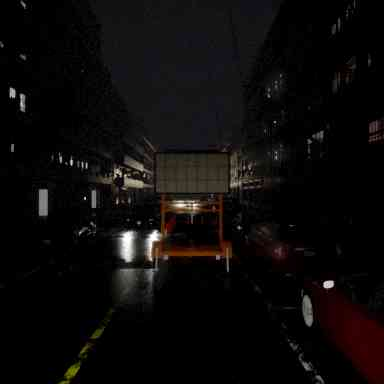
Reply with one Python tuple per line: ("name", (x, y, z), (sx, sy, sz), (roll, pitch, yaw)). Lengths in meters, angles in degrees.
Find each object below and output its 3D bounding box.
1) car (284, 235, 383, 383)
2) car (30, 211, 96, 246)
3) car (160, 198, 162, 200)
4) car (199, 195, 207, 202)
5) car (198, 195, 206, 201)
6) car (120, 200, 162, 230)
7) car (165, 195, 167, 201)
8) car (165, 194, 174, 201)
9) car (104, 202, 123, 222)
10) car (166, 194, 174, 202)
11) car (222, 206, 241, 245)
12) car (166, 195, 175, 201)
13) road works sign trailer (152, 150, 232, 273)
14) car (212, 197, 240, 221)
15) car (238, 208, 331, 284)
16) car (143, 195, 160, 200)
("car", (2.692, 1.545, 3.917), (1.887, 1.381, 4.507), (0, 0, 0))
("car", (-5.686, 1.565, 15.195), (1.947, 1.339, 4.313), (0, 0, 0))
("car", (-5.677, 1.305, 49.015), (2.192, 1.841, 5.009), (0, 0, 0))
("car", (2.710, 1.503, 77.360), (1.752, 1.417, 4.829), (0, 0, 0))
("car", (2.713, 1.516, 88.463), (1.887, 1.381, 4.507), (0, 0, 0))
("car", (-2.995, 1.503, 21.184), (1.837, 1.490, 4.892), (0, 0, 0))
("car", (-5.677, 1.570, 54.651), (1.802, 1.307, 4.206), (0, 0, 0))
("car", (-5.669, 1.415, 82.832), (1.967, 1.590, 4.097), (0, 0, 0))
("car", (-5.683, 1.523, 26.298), (1.752, 1.417, 4.829), (0, 0, 0))
("car", (-5.669, 1.293, 77.196), (2.192, 1.841, 5.009), (0, 0, 0))
("car", (2.695, 1.550, 15.189), (2.008, 1.369, 4.403), (0, 0, 0))
("car", (-5.668, 1.516, 88.469), (1.887, 1.381, 4.507), (0, 0, 0))
("road works sign trailer", (0.002, 0.464, 10.687), (2.380, 3.560, 2.880), (0, 0, 0))
("car", (2.699, 1.312, 26.463), (2.192, 1.841, 5.009), (0, 0, 0))
("car", (2.694, 1.440, 9.554), (1.967, 1.590, 4.097), (0, 0, 0))
("car", (-5.679, 1.432, 43.378), (1.967, 1.590, 4.097), (0, 0, 0))
